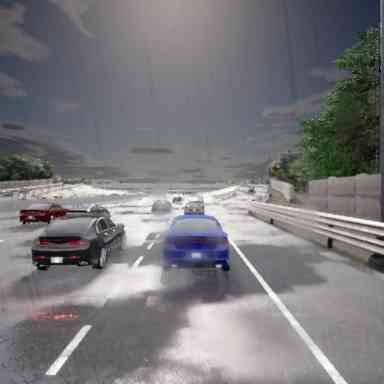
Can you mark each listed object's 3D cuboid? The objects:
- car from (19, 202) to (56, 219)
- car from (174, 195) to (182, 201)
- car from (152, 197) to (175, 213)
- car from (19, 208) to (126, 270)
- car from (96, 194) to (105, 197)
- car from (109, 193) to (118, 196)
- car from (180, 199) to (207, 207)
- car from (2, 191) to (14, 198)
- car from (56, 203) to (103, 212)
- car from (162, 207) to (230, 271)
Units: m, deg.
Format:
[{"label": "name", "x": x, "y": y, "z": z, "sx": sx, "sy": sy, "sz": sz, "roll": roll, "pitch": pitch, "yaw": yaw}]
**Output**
[{"label": "car", "x": -10.331, "y": 1.476, "z": 23.776, "sx": 1.882, "sy": 1.535, "sz": 5.008, "roll": 0, "pitch": 0, "yaw": 0}, {"label": "car", "x": -3.325, "y": 1.486, "z": 75.910, "sx": 2.128, "sy": 1.511, "sz": 4.902, "roll": 0, "pitch": 0, "yaw": 0}, {"label": "car", "x": -3.363, "y": 1.562, "z": 37.539, "sx": 1.994, "sy": 1.385, "sz": 4.181, "roll": 0, "pitch": 0, "yaw": 0}, {"label": "car", "x": -3.482, "y": 1.505, "z": 11.017, "sx": 1.837, "sy": 1.490, "sz": 4.892, "roll": 0, "pitch": 0, "yaw": 0}, {"label": "car", "x": -24.375, "y": 1.395, "z": 88.231, "sx": 1.812, "sy": 1.442, "sz": 4.674, "roll": 0, "pitch": 0, "yaw": 0}, {"label": "car", "x": -20.875, "y": 1.372, "z": 88.264, "sx": 1.837, "sy": 1.490, "sz": 4.892, "roll": 0, "pitch": 0, "yaw": 0}, {"label": "car", "x": 0.291, "y": 1.545, "z": 29.521, "sx": 2.033, "sy": 1.411, "sz": 5.357, "roll": 0, "pitch": 0, "yaw": 2}, {"label": "car", "x": -45.851, "y": 0.564, "z": 82.760, "sx": 1.837, "sy": 1.490, "sz": 4.892, "roll": 0, "pitch": 2, "yaw": -15}, {"label": "car", "x": -6.838, "y": 1.490, "z": 22.106, "sx": 2.128, "sy": 1.511, "sz": 4.902, "roll": 0, "pitch": 0, "yaw": 0}, {"label": "car", "x": 0.119, "y": 1.476, "z": 10.995, "sx": 1.882, "sy": 1.535, "sz": 5.008, "roll": 0, "pitch": 0, "yaw": 0}]
